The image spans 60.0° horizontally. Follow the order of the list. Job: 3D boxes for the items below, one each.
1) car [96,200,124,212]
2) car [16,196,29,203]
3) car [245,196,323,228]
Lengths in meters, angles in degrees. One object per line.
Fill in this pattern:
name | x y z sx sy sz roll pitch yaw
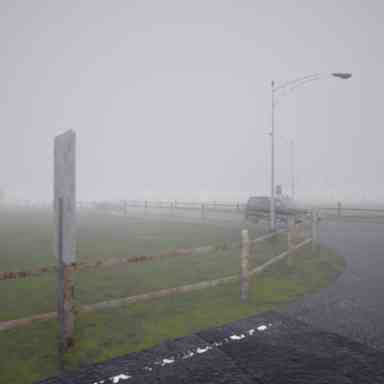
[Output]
car | -10.629 1.730 42.965 2.033 1.411 5.357 0 0 -39
car | -40.026 1.682 78.666 2.097 1.767 4.553 0 0 -39
car | 5.941 1.288 22.474 2.150 2.045 5.566 0 0 -35
